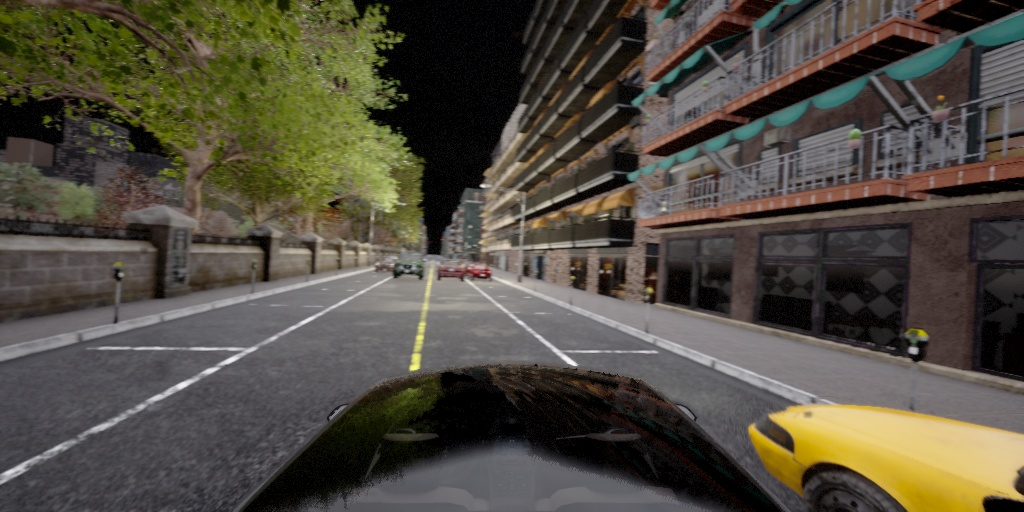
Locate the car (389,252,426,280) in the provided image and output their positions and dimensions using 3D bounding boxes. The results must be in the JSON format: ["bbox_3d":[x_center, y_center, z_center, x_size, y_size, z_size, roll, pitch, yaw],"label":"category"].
[{"bbox_3d":[-8.004,0.734,28.258,2.150,2.045,5.566,4,-1,-12],"label":"car"}]

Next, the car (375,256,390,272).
[{"bbox_3d":[-12.255,0.761,35.253,1.967,1.591,4.097,0,0,-12],"label":"car"}]

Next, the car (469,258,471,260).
[{"bbox_3d":[-5.272,1.272,42.526,1.967,1.591,4.097,0,0,-12],"label":"car"}]

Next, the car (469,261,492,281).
[{"bbox_3d":[-2.889,1.410,31.522,1.888,1.381,4.507,0,0,-12],"label":"car"}]

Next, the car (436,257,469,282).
[{"bbox_3d":[-5.075,1.059,29.549,2.097,1.767,4.553,4,-1,-12],"label":"car"}]

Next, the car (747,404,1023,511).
[{"bbox_3d":[3.428,1.412,0.964,1.801,1.575,5.366,4,-1,-12],"label":"car"}]
